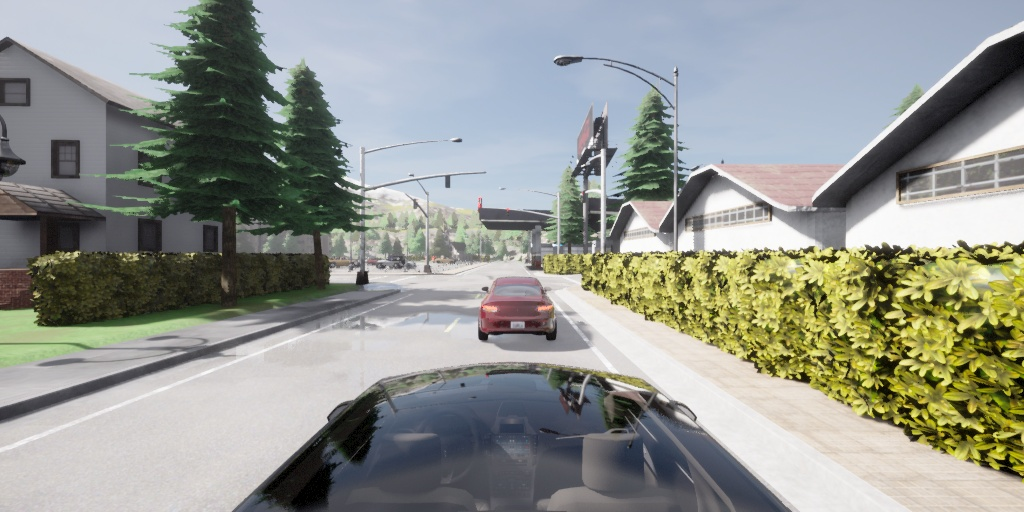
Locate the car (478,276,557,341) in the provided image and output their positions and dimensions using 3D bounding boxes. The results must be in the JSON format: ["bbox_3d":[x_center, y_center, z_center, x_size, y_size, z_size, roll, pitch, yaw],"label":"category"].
[{"bbox_3d":[0.127,1.276,9.791,1.812,1.442,4.674,0,0,0],"label":"car"}]
